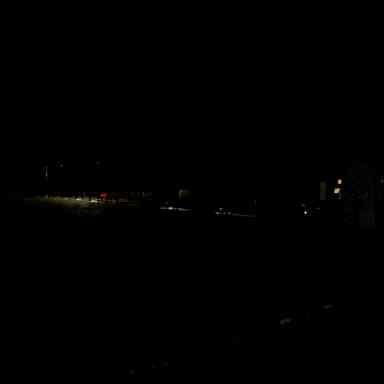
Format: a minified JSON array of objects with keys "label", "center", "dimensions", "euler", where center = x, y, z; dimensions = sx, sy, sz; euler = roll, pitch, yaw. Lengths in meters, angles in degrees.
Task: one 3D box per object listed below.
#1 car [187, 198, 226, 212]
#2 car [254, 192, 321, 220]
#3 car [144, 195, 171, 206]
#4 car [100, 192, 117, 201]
[{"label":"car","center":[1.565,1.320,34.691],"dimensions":[1.895,1.301,4.718],"euler":[1,0,-36]},{"label":"car","center":[7.475,1.044,26.616],"dimensions":[2.150,2.045,5.566],"euler":[1,0,-36]},{"label":"car","center":[-4.546,1.102,43.067],"dimensions":[2.128,1.511,4.902],"euler":[1,0,-36]},{"label":"car","center":[-15.967,0.738,63.660],"dimensions":[2.097,1.767,4.553],"euler":[1,0,-34]}]
